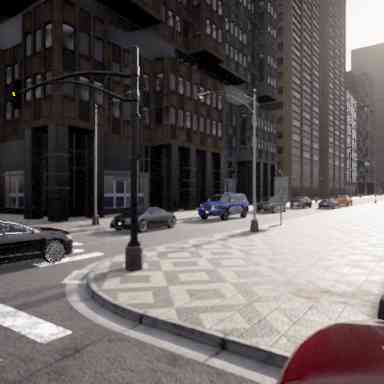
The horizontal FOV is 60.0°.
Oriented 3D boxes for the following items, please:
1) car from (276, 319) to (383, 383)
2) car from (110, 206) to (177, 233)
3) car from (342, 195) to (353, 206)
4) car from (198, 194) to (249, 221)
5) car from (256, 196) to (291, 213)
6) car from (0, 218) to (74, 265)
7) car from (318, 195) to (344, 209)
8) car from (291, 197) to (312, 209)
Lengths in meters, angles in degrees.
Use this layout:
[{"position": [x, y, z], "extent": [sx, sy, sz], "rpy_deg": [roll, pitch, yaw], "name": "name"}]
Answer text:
[{"position": [2.681, 1.316, 1.049], "extent": [5.009, 1.841, 2.192], "rpy_deg": [0, 0, 35], "name": "car"}, {"position": [-2.749, 1.520, 19.546], "extent": [1.994, 1.385, 4.181], "rpy_deg": [0, 0, 35], "name": "car"}, {"position": [23.071, 1.223, 50.714], "extent": [2.097, 1.767, 4.553], "rpy_deg": [0, 0, 35], "name": "car"}, {"position": [2.735, 1.157, 27.312], "extent": [2.150, 2.045, 5.566], "rpy_deg": [0, 0, 35], "name": "car"}, {"position": [8.370, 1.266, 35.269], "extent": [2.097, 1.767, 4.553], "rpy_deg": [0, 0, 35], "name": "car"}, {"position": [-5.834, 1.477, 9.641], "extent": [2.128, 1.511, 4.902], "rpy_deg": [0, 0, 35], "name": "car"}, {"position": [17.892, 1.458, 43.288], "extent": [1.994, 1.385, 4.181], "rpy_deg": [0, 0, 36], "name": "car"}, {"position": [14.352, 1.382, 43.675], "extent": [2.128, 1.511, 4.902], "rpy_deg": [0, 0, 35], "name": "car"}]
